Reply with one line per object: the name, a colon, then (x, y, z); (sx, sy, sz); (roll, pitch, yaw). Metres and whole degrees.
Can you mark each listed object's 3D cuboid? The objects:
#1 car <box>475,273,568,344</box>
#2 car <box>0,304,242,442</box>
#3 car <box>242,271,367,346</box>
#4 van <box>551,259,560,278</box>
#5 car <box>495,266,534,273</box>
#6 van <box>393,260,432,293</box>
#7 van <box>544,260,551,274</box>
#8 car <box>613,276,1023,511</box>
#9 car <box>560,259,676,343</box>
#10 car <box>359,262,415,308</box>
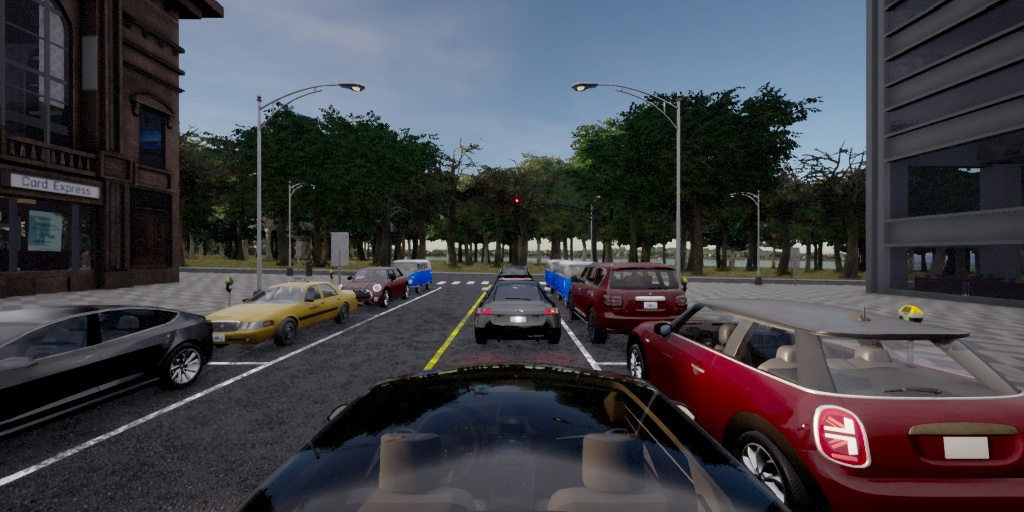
car: (0.121, 1.314, 9.607); (1.994, 1.385, 4.181); (0, 0, 0)
car: (-5.758, 1.316, 4.138); (1.948, 1.339, 4.313); (0, 0, 0)
car: (-5.747, 1.276, 9.406); (1.751, 1.417, 4.829); (0, 0, 0)
van: (2.790, 1.092, 14.995); (1.690, 1.789, 3.998); (0, 0, 0)
car: (0.136, 1.243, 18.488); (2.128, 1.511, 4.902); (0, 0, 0)
van: (-5.723, 1.092, 20.451); (1.690, 1.789, 3.998); (0, 0, 0)
van: (2.802, 1.092, 20.433); (1.690, 1.789, 3.998); (0, 0, 0)
car: (2.767, 1.190, 4.120); (1.967, 1.591, 4.097); (0, 0, 0)
car: (2.779, 1.065, 9.558); (2.192, 1.841, 5.009); (0, 0, 0)
car: (-5.735, 1.191, 15.013); (1.967, 1.591, 4.097); (0, 0, 0)
